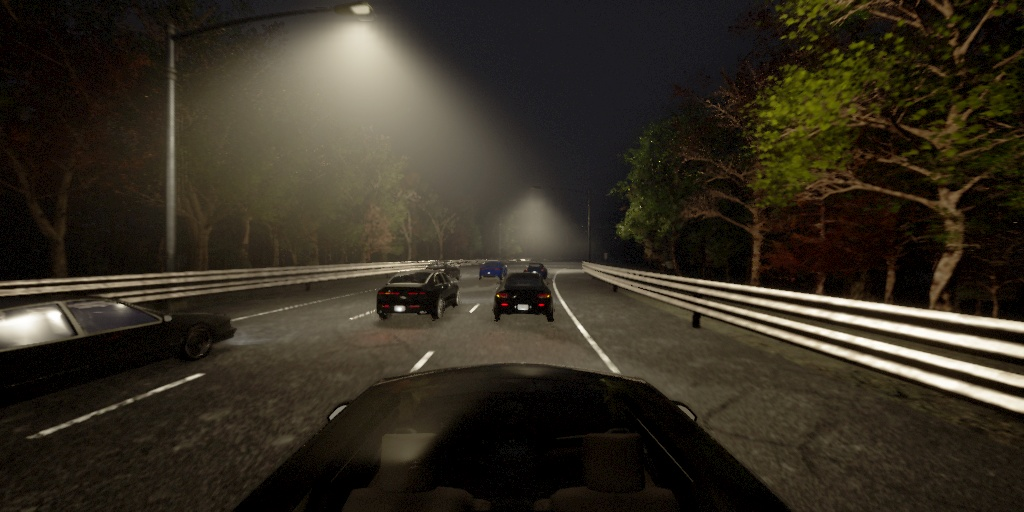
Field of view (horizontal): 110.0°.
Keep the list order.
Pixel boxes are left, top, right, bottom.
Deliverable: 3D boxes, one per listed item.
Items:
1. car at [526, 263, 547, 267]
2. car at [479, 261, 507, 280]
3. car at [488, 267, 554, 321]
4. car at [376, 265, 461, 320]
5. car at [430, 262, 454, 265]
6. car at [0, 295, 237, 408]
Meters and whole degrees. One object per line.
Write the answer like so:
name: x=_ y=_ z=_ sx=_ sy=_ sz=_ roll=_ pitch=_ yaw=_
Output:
car: x=2.123 y=1.306 z=31.773 sx=1.994 sy=1.385 sz=4.181 roll=0 pitch=0 yaw=7
car: x=-1.529 y=1.202 z=30.856 sx=1.882 sy=1.535 sz=5.008 roll=0 pitch=0 yaw=7
car: x=0.409 y=1.272 z=12.335 sx=1.812 sy=1.442 sz=4.674 roll=0 pitch=0 yaw=2
car: x=-3.069 y=1.240 z=12.549 sx=1.837 sy=1.490 sz=4.892 roll=0 pitch=0 yaw=3
car: x=-5.370 y=1.201 z=28.027 sx=2.128 sy=1.511 sz=4.902 roll=0 pitch=0 yaw=6
car: x=-6.837 y=1.281 z=5.145 sx=2.033 sy=1.411 sz=5.357 roll=0 pitch=0 yaw=1
